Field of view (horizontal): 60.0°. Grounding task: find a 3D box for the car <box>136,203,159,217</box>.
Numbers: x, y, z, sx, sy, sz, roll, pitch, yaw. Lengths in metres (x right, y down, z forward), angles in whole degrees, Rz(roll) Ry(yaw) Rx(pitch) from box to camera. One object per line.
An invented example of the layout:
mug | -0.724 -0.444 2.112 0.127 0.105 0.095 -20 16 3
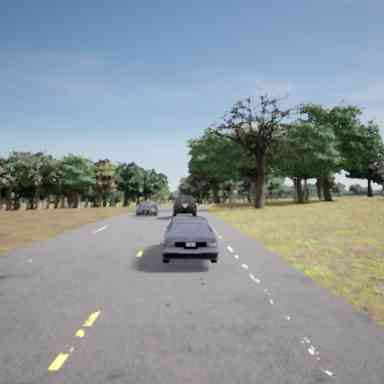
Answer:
car | -4.431 1.752 33.410 1.994 1.385 4.181 0 -1 -2

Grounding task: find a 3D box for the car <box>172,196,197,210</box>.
car | -0.683 1.391 31.748 2.150 2.045 5.566 0 -1 -2

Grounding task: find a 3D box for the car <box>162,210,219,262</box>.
car | -0.099 1.595 12.228 2.033 1.411 5.357 0 0 -1
